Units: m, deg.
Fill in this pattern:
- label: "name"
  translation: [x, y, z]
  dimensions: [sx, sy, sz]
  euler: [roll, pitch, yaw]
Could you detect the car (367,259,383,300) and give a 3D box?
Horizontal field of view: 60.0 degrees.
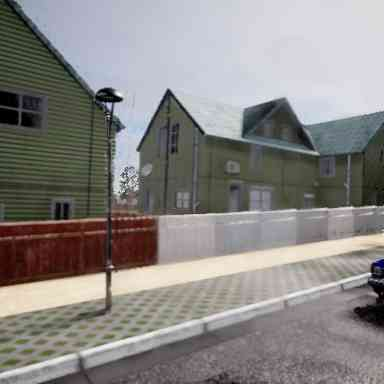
- label: "car"
  translation: [5.824, 1.630, 7.225]
  dimensions: [4.718, 1.301, 1.895]
  euler: [0, 0, -36]
